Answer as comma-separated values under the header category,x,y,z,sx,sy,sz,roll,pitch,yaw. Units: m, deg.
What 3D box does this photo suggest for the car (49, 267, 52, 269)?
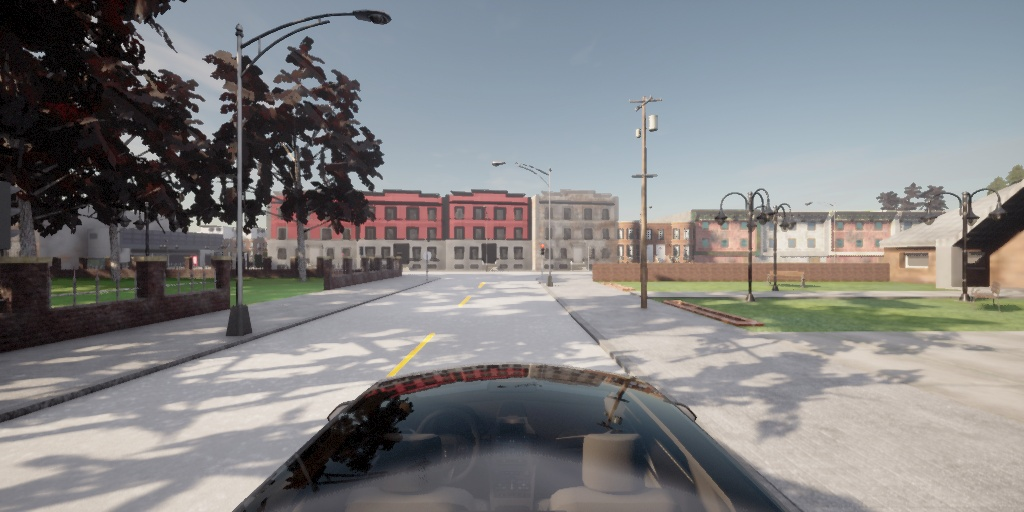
category,x,y,z,sx,sy,sz,roll,pitch,yaw
car,-51.889,1.319,38.620,4.181,1.385,1.994,0,0,0

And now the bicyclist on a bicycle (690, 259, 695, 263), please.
category,x,y,z,sx,sy,sz,roll,pitch,yaw
bicyclist on a bicycle,17.314,1.088,34.369,0.582,1.620,1.656,0,0,0
